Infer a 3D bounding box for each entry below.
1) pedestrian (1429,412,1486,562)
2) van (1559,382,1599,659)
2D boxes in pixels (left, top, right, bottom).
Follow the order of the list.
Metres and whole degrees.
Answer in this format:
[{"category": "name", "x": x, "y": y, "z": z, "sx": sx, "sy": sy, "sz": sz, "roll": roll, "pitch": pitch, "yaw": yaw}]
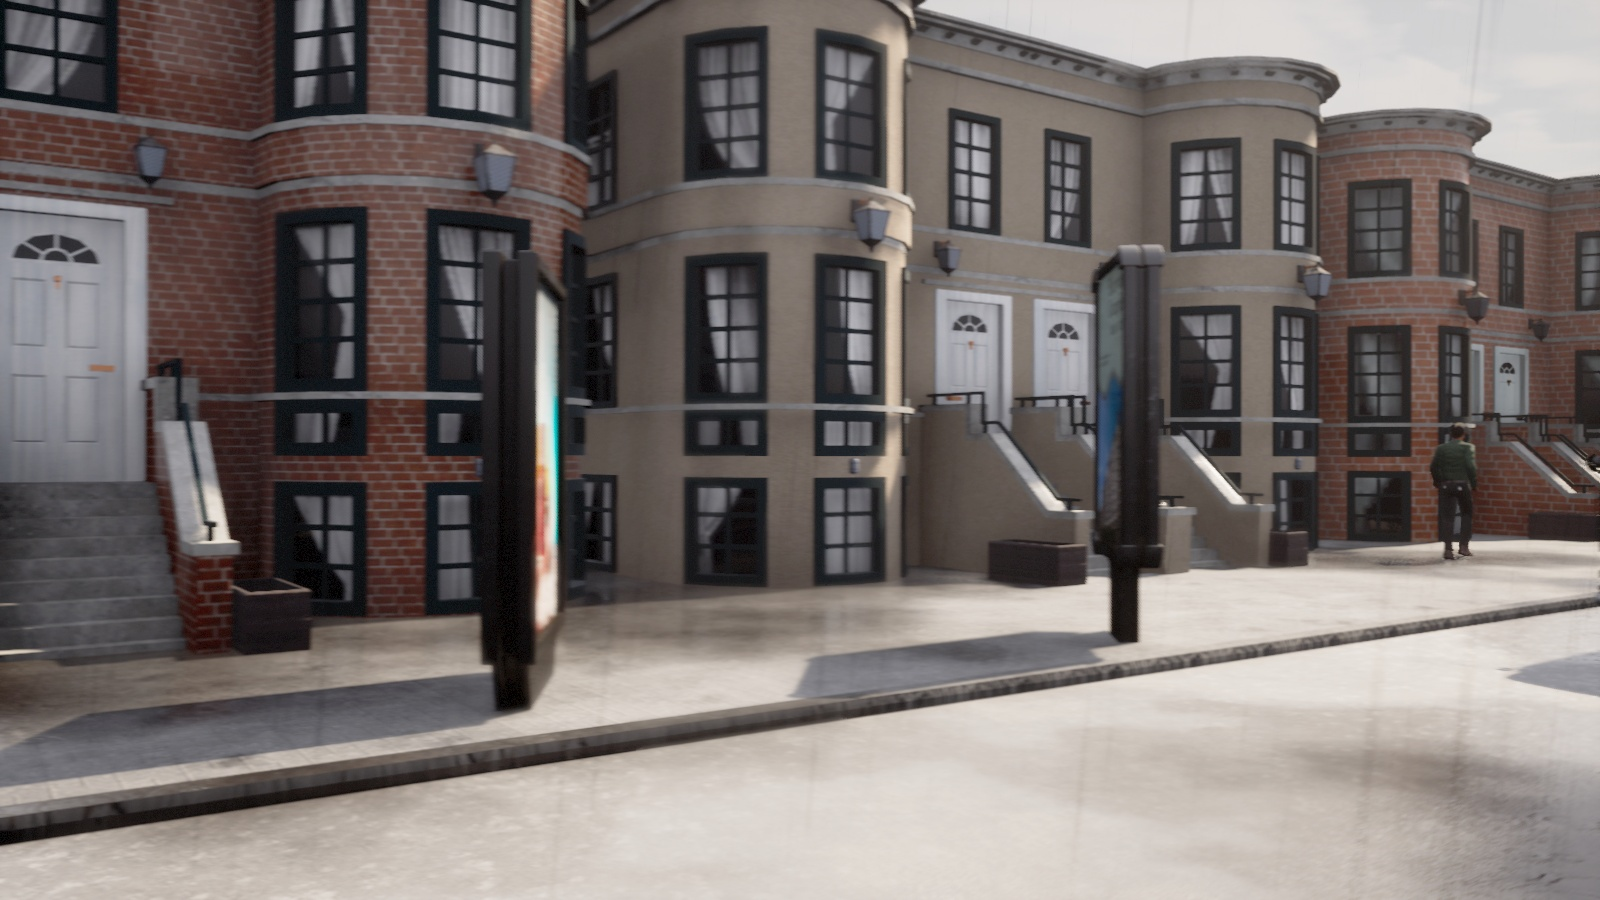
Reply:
[{"category": "pedestrian", "x": 8.737, "y": 0.477, "z": 16.692, "sx": 0.788, "sy": 1.949, "sz": 0.423, "roll": 0, "pitch": 0, "yaw": -43}, {"category": "van", "x": 7.923, "y": 0.505, "z": 9.783, "sx": 4.442, "sy": 1.987, "sz": 1.775, "roll": 0, "pitch": 0, "yaw": -35}]
